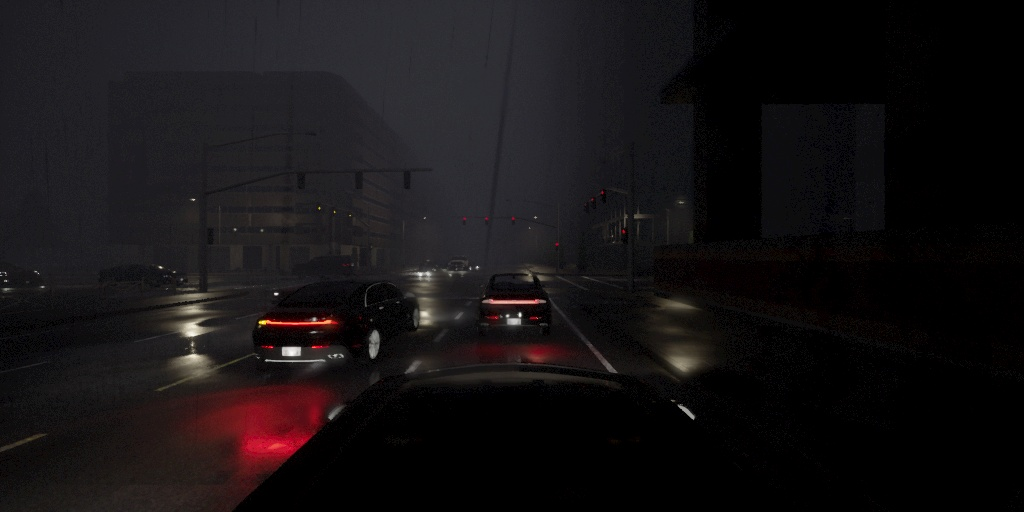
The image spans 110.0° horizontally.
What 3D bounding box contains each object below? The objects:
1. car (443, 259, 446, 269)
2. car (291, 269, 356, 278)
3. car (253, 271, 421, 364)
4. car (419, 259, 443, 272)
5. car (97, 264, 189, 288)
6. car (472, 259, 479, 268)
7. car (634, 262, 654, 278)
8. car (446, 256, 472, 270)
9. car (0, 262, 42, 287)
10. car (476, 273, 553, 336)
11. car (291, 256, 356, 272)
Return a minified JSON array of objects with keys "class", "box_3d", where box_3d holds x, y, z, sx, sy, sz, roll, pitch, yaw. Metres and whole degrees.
[{"class":"car","box_3d":[-10.940,1.228,57.003,1.882,1.535,5.008,0,0,1]},{"class":"car","box_3d":[-7.230,1.350,14.189,1.895,1.301,4.718,0,0,-1]},{"class":"car","box_3d":[-3.450,1.255,8.061,1.837,1.490,4.892,0,0,0]},{"class":"car","box_3d":[-10.968,1.241,47.500,2.128,1.511,4.902,0,0,0]},{"class":"car","box_3d":[-24.323,1.297,23.742,4.902,1.511,2.128,0,0,0]},{"class":"car","box_3d":[-7.377,1.297,61.380,2.033,1.411,5.357,0,0,1]},{"class":"car","box_3d":[13.954,1.297,34.369,4.902,1.511,2.128,0,0,0]},{"class":"car","box_3d":[-7.481,0.971,51.106,2.150,2.045,5.566,0,0,0]},{"class":"car","box_3d":[-34.397,1.157,23.764,4.553,1.767,2.097,0,0,0]},{"class":"car","box_3d":[0.060,1.242,10.381,2.128,1.511,4.902,0,0,0]},{"class":"car","box_3d":[-18.005,1.025,34.431,5.566,2.045,2.150,0,0,0]}]
